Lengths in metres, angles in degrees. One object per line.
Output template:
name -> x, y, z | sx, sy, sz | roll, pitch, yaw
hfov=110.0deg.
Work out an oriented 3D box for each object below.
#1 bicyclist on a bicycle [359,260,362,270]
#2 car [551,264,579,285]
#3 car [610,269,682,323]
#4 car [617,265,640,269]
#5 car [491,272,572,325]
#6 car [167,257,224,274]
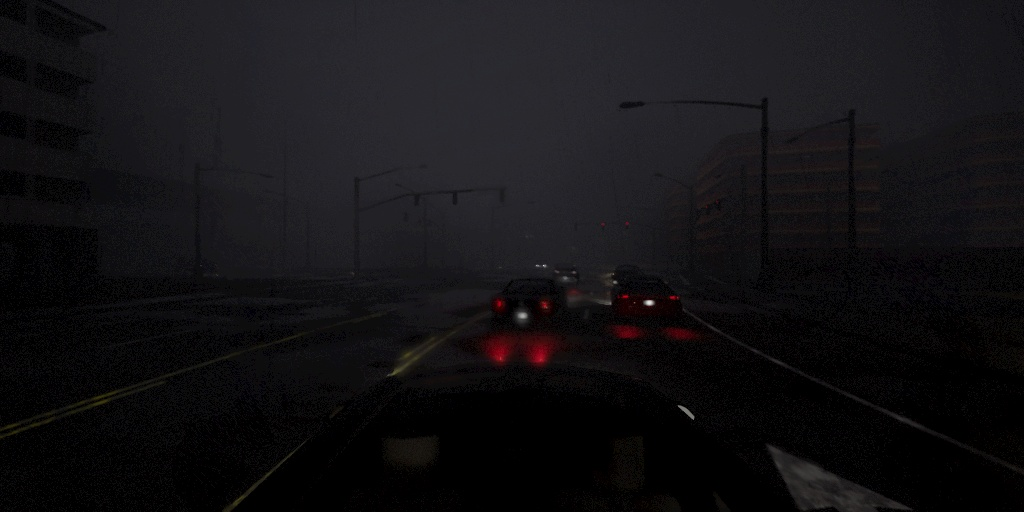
bicyclist on a bicycle -> -21.711, 1.214, 50.786 | 0.582, 1.620, 1.656 | 0, 0, 13
car -> 3.909, 1.307, 26.376 | 2.128, 1.511, 4.902 | 0, 0, 7
car -> 4.497, 1.346, 12.468 | 1.994, 1.385, 4.181 | 0, 0, 14
car -> 8.525, 1.337, 26.169 | 1.812, 1.442, 4.674 | 0, 0, 26
car -> 0.805, 1.383, 12.117 | 1.895, 1.301, 4.718 | 0, 0, 13
car -> -38.398, 1.118, 43.489 | 5.566, 2.045, 2.150 | 0, 0, 18
